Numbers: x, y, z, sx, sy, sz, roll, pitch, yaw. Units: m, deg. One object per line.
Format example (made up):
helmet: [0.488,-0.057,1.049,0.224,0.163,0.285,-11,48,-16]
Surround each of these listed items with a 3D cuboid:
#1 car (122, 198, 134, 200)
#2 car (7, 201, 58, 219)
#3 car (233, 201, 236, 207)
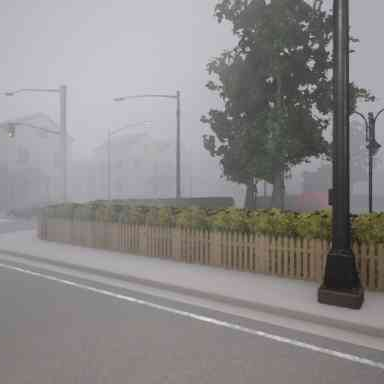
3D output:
car: [-7.317,1.491,38.004,2.128,1.511,4.902,0,0,35]
car: [-13.259,1.547,29.458,2.033,1.411,5.357,0,0,35]
car: [4.909,1.563,49.111,1.994,1.385,4.181,0,0,35]
